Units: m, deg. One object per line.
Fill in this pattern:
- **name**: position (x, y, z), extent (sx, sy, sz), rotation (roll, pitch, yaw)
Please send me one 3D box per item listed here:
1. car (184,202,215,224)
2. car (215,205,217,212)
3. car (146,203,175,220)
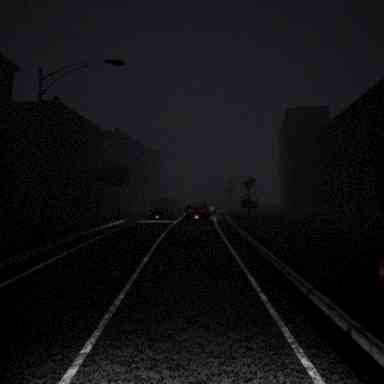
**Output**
- **car**: position (0.412, 1.492, 24.496), extent (2.128, 1.511, 4.902), rotation (0, -1, 2)
- **car**: position (2.126, 2.028, 42.750), extent (1.895, 1.301, 4.718), rotation (0, -2, 8)
- **car**: position (-2.566, 1.627, 28.792), extent (2.033, 1.411, 5.357), rotation (0, -1, 4)
